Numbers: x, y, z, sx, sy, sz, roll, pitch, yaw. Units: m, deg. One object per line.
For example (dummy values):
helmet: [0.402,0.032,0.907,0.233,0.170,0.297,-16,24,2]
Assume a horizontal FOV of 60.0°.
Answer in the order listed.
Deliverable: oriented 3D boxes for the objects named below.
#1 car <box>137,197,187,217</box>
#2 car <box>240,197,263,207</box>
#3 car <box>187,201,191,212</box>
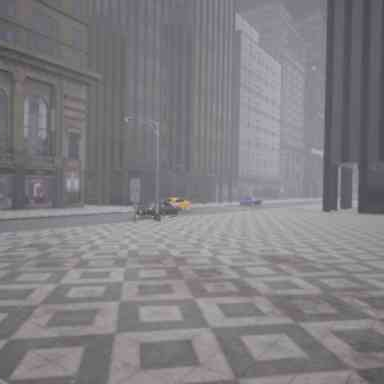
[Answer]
car: [-2.763,1.448,28.803,1.812,1.442,4.674,2,1,36]
car: [9.065,1.451,50.490,1.882,1.535,5.008,2,1,36]
car: [-2.092,1.350,35.061,1.882,1.535,5.008,2,1,36]
